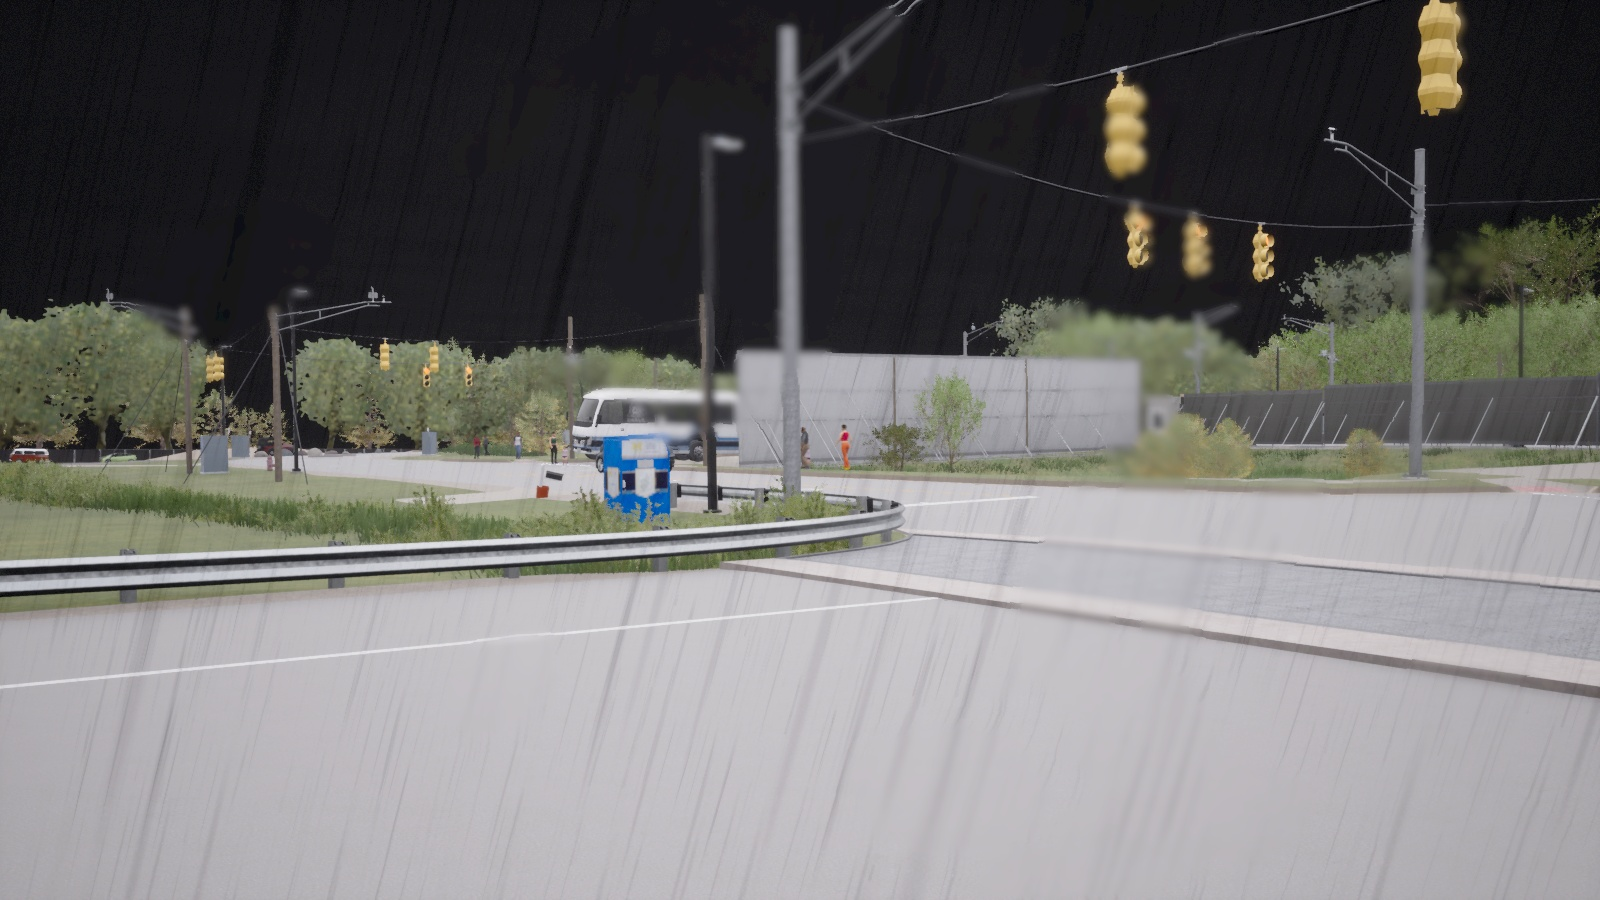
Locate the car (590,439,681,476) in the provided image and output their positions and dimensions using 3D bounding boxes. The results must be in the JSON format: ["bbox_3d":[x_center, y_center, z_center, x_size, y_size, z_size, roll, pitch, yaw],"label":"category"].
[{"bbox_3d":[-7.139,0.281,54.108,1.837,1.490,4.892,-2,2,-35],"label":"car"}]

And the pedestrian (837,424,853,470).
[{"bbox_3d":[1.795,-0.132,50.014,0.345,1.836,0.594,-2,2,-35],"label":"pedestrian"}]

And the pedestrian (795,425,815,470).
[{"bbox_3d":[0.205,-0.110,53.092,0.694,1.848,0.540,0,2,22],"label":"pedestrian"}]

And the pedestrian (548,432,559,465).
[{"bbox_3d":[-13.853,-0.065,70.638,0.345,1.836,0.594,-2,2,-36],"label":"pedestrian"}]

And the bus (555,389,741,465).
[{"bbox_3d":[-9.107,-1.401,75.539,10.273,4.253,3.944,0,3,-29],"label":"bus"}]
